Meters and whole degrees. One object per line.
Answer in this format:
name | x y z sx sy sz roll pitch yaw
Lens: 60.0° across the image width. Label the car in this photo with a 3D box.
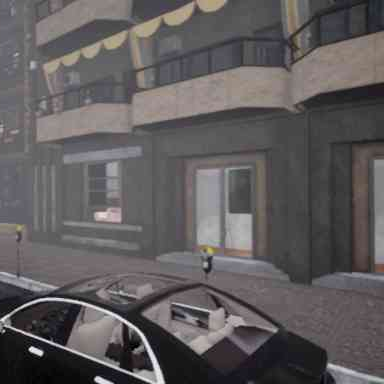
car | -0.862 1.559 3.492 4.403 1.369 2.008 0 0 35
